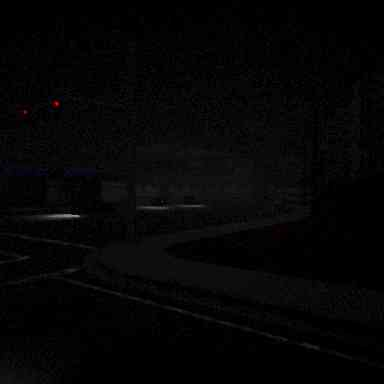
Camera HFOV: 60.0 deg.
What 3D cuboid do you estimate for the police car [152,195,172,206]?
[{"bbox_3d":[-4.380,1.180,48.541,1.930,1.638,5.238,0,0,13],"label":"police car"}]

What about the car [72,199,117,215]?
[{"bbox_3d":[-9.139,1.366,31.289,1.994,1.385,4.181,1,0,35],"label":"car"}]

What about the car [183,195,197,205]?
[{"bbox_3d":[-0.251,1.267,52.946,1.837,1.490,4.892,1,0,7],"label":"car"}]
